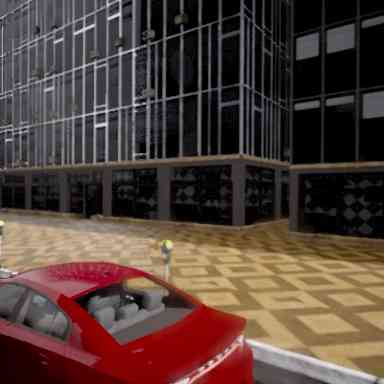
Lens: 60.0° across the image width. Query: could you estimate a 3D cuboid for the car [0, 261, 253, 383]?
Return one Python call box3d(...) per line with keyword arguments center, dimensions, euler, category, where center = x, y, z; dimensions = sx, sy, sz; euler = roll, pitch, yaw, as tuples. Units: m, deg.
box3d(center=(-1.519, 1.522, 3.959), dimensions=(4.507, 1.381, 1.887), euler=(0, 0, 36), category="car")
